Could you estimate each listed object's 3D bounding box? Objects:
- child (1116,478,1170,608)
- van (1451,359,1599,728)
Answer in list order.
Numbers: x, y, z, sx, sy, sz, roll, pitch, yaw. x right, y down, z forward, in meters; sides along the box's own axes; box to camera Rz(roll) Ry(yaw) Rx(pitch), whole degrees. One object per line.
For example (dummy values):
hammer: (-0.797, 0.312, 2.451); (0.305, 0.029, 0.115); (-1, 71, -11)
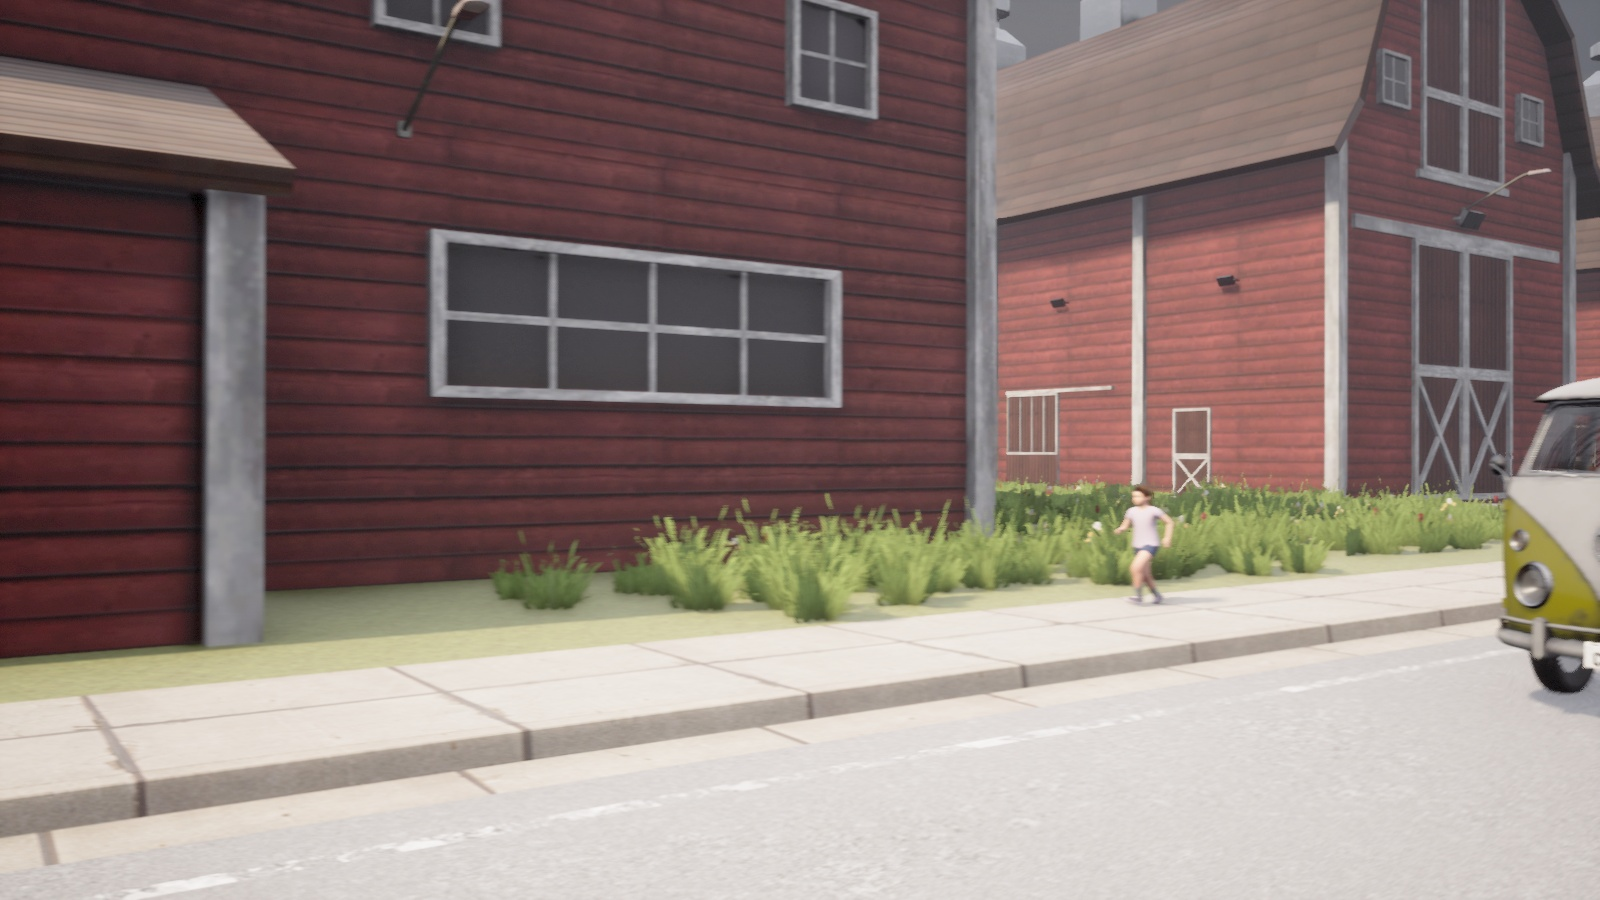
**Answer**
child: (3.012, 0.803, 11.026); (0.394, 1.110, 0.255); (0, 0, -31)
van: (6.179, 0.504, 7.961); (4.442, 1.987, 1.775); (0, 0, -35)
